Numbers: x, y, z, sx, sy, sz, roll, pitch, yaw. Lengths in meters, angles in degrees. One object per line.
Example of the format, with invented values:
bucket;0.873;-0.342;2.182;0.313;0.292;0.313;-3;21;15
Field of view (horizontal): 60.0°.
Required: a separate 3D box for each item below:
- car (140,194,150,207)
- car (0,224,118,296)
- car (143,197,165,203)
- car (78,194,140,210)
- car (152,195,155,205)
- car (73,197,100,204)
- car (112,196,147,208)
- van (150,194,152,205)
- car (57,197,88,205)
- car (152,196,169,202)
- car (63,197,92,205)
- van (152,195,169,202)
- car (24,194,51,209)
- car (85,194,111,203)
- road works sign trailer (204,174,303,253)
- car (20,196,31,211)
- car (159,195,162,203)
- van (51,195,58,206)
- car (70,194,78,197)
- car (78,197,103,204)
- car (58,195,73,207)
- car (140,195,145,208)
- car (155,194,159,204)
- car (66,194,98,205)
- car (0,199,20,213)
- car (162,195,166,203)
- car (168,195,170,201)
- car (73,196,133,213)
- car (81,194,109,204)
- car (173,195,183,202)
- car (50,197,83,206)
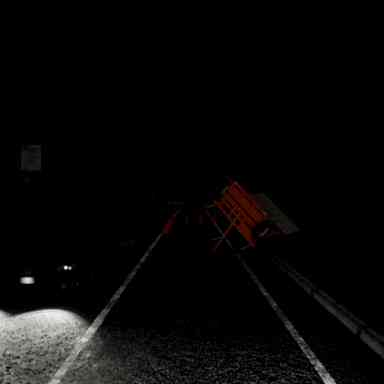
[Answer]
car;-8.871;1.259;44.435;5.566;2.045;2.435;0;0;0
car;-3.250;1.556;8.549;1.994;1.385;4.181;0;0;0
car;-8.909;1.869;78.066;4.792;1.488;2.163;0;-1;0
car;-8.873;1.207;36.025;5.566;2.045;2.435;0;0;0
car;-8.842;1.584;52.842;4.892;1.521;2.231;0;-1;0
car;-21.943;1.741;69.454;5.008;1.535;2.097;0;-1;0
car;-8.812;1.407;47.235;4.553;1.767;2.185;0;-1;0
van;-8.729;1.332;50.040;4.442;1.987;1.878;0;-1;0
car;-21.908;1.688;61.099;4.792;1.488;2.163;0;-1;0
car;-8.934;1.920;94.886;4.553;1.767;2.185;0;-1;0
car;-21.970;1.714;63.884;4.792;1.488;2.163;0;-1;0
van;-8.782;1.786;92.085;4.442;1.987;1.878;0;-1;0
car;-21.892;1.385;44.392;4.553;1.767;2.185;0;0;0
car;-21.931;1.584;77.687;5.566;2.045;2.435;0;-1;0
road works sign trailer;2.367;1.056;12.618;3.560;2.880;2.380;-5;45;-44
car;-21.926;1.513;38.823;4.674;1.452;2.002;0;0;0
car;-8.886;1.408;61.254;5.566;2.045;2.435;0;-1;0
van;-22.040;1.306;47.174;4.442;1.987;1.878;0;0;0
car;-21.745;1.605;55.529;5.366;1.575;1.946;0;-1;0
car;-21.949;1.809;72.114;4.674;1.452;2.002;0;-1;0
car;-21.925;1.623;52.743;4.674;1.452;2.002;0;-1;0
car;-8.849;1.490;41.628;4.892;1.521;2.231;0;0;0
car;-8.849;1.634;58.448;5.008;1.535;2.097;0;-1;0
car;-21.916;1.460;66.670;5.566;2.045;2.435;0;-1;0
car;-21.930;1.458;36.036;5.008;1.535;2.097;0;0;0
car;-8.867;1.772;72.464;5.008;1.535;2.097;0;-1;0
car;-8.862;1.972;86.475;4.792;1.488;2.163;0;-1;0
car;-8.841;1.450;33.223;4.892;1.521;2.231;0;0;0
car;-21.927;1.552;75.025;5.566;2.045;2.435;0;-1;0
car;-3.247;1.971;88.446;1.882;1.535;5.008;0;-1;0
car;-21.928;1.633;58.315;5.008;1.535;2.097;0;-1;0
